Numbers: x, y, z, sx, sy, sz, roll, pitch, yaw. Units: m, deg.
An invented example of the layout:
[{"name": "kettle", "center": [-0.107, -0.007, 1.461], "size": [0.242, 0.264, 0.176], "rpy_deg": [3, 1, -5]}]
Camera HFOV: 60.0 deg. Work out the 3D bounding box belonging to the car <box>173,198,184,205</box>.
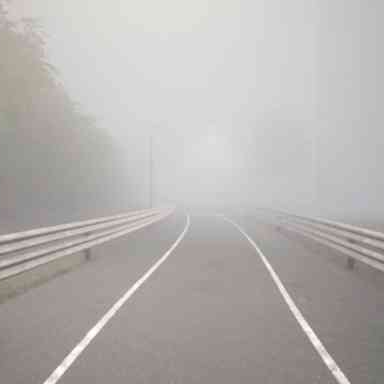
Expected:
[{"name": "car", "center": [-2.959, 1.904, 65.298], "size": [2.033, 1.411, 5.357], "rpy_deg": [0, 0, -15]}]
